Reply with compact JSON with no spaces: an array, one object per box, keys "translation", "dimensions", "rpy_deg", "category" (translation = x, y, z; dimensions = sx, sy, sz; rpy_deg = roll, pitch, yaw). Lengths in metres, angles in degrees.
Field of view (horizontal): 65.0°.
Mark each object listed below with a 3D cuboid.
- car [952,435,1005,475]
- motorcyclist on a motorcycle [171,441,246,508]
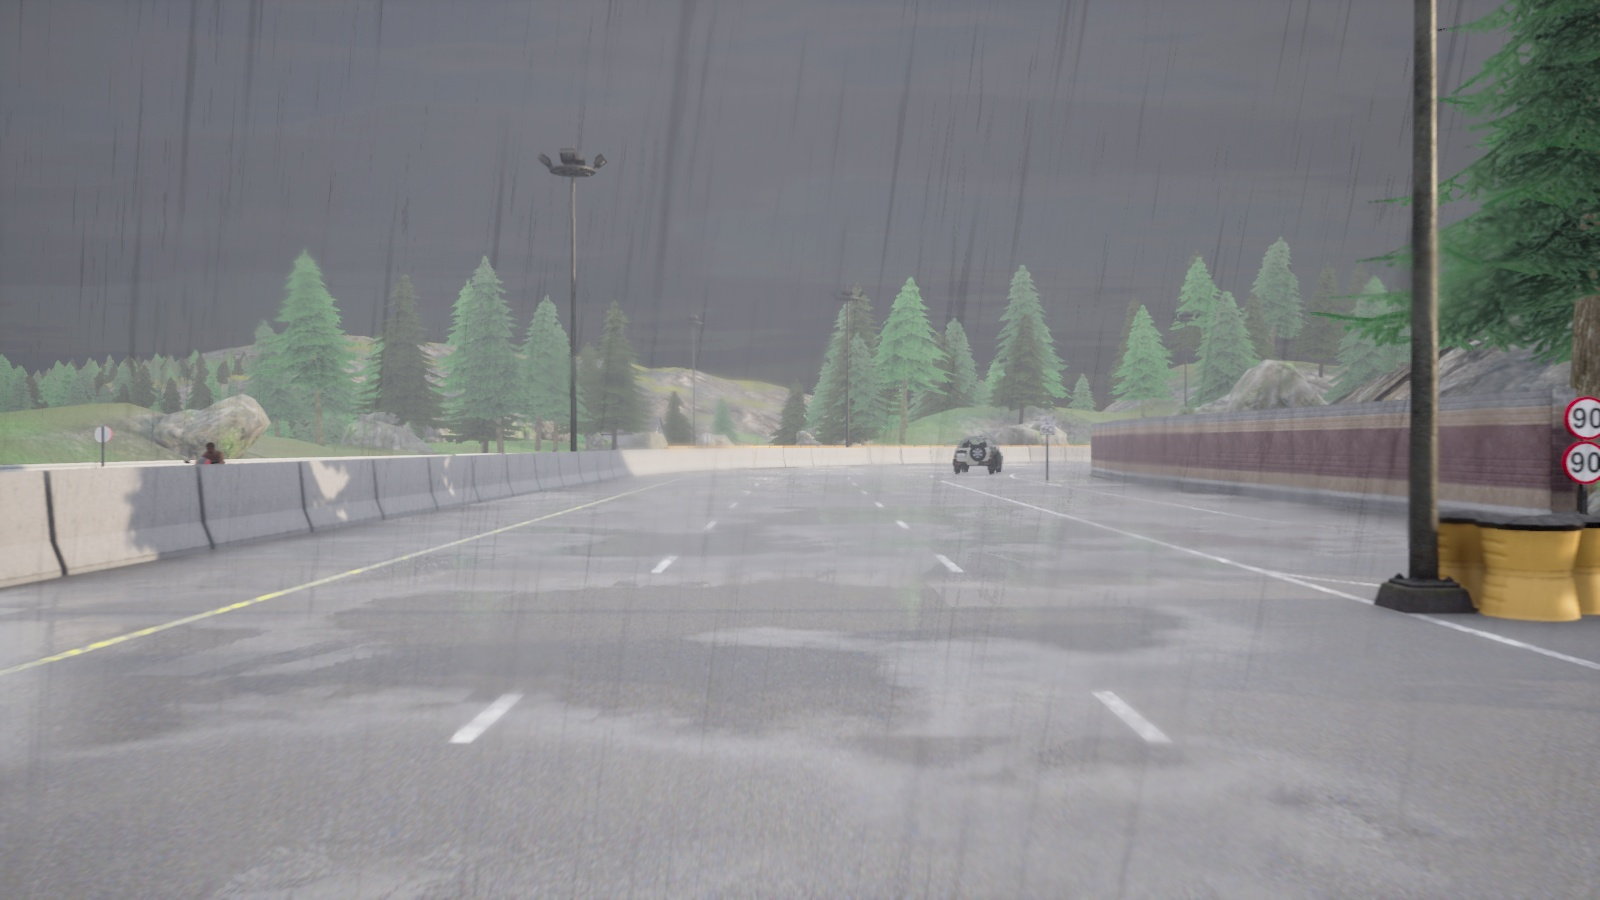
[{"translation":[8.707,0.225,61.012],"dimensions":[1.932,1.855,4.605],"rpy_deg":[-1,0,16],"category":"car"},{"translation":[-13.844,0.552,29.458],"dimensions":[0.797,1.523,2.044],"rpy_deg":[0,0,0],"category":"motorcyclist on a motorcycle"}]
